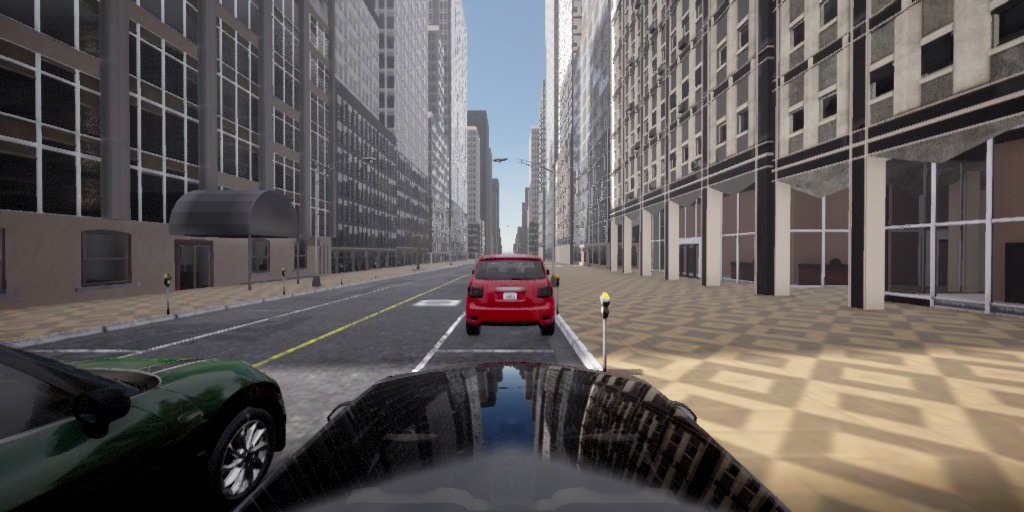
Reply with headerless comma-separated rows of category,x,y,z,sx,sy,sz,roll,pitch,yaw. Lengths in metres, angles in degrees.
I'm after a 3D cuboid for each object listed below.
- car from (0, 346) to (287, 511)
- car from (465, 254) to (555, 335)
car,-3.146,1.097,1.470,2.097,1.767,4.553,0,0,0
car,-0.039,0.967,10.531,2.150,2.045,5.566,0,0,0
